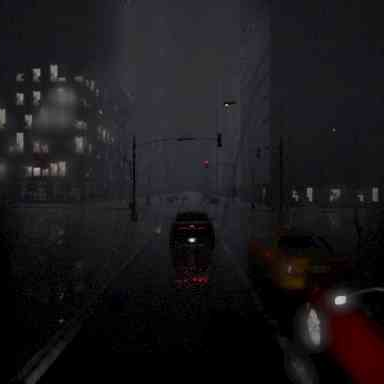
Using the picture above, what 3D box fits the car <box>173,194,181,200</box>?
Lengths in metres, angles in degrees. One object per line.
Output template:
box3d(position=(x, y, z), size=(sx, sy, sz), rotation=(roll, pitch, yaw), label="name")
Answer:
box3d(position=(-4.245, 1.422, 93.045), size=(1.967, 1.590, 4.097), rotation=(0, 0, 0), label="car")

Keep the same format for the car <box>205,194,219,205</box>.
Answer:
box3d(position=(3.869, 1.576, 59.924), size=(1.947, 1.339, 4.313), rotation=(0, 0, 0), label="car")

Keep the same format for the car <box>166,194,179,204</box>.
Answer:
box3d(position=(-4.091, 1.589, 65.407), size=(1.802, 1.307, 4.206), rotation=(0, 0, 0), label="car")

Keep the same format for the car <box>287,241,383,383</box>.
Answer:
box3d(position=(2.565, 1.543, 3.269), size=(1.887, 1.381, 4.507), rotation=(0, 0, 0), label="car")

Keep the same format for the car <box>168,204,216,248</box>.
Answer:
box3d(position=(0.000, 1.515, 14.650), size=(1.837, 1.490, 4.892), rotation=(0, 0, 0), label="car")

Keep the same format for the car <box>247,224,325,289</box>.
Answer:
box3d(position=(2.565, 1.523, 8.991), size=(1.752, 1.417, 4.829), rotation=(0, 0, 0), label="car")

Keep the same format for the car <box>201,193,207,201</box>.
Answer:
box3d(position=(3.697, 1.309, 82.033), size=(2.192, 1.841, 5.009), rotation=(0, 0, 0), label="car")

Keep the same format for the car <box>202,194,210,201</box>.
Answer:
box3d(position=(3.666, 1.428, 87.561), size=(1.967, 1.590, 4.097), rotation=(0, 0, 0), label="car")

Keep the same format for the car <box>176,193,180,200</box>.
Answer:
box3d(position=(-4.183, 1.560, 81.989), size=(1.947, 1.339, 4.313), rotation=(0, 0, 0), label="car")

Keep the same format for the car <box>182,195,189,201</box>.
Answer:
box3d(position=(-1.619, 1.514, 82.160), size=(2.128, 1.511, 4.902), rotation=(0, 0, 0), label="car")
